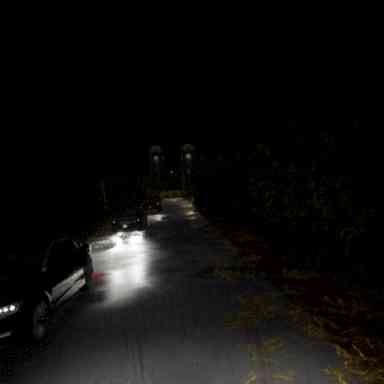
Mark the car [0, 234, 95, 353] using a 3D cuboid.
[{"bbox_3d":[-3.378,1.702,6.728,2.128,1.511,4.902,-4,0,-2],"label":"car"}]

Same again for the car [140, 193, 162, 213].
[{"bbox_3d":[-4.707,1.239,38.991,2.150,2.045,5.566,-4,1,-2],"label":"car"}]

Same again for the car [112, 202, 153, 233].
[{"bbox_3d":[-4.028,1.736,21.882,2.128,1.511,4.902,-4,0,-2],"label":"car"}]
